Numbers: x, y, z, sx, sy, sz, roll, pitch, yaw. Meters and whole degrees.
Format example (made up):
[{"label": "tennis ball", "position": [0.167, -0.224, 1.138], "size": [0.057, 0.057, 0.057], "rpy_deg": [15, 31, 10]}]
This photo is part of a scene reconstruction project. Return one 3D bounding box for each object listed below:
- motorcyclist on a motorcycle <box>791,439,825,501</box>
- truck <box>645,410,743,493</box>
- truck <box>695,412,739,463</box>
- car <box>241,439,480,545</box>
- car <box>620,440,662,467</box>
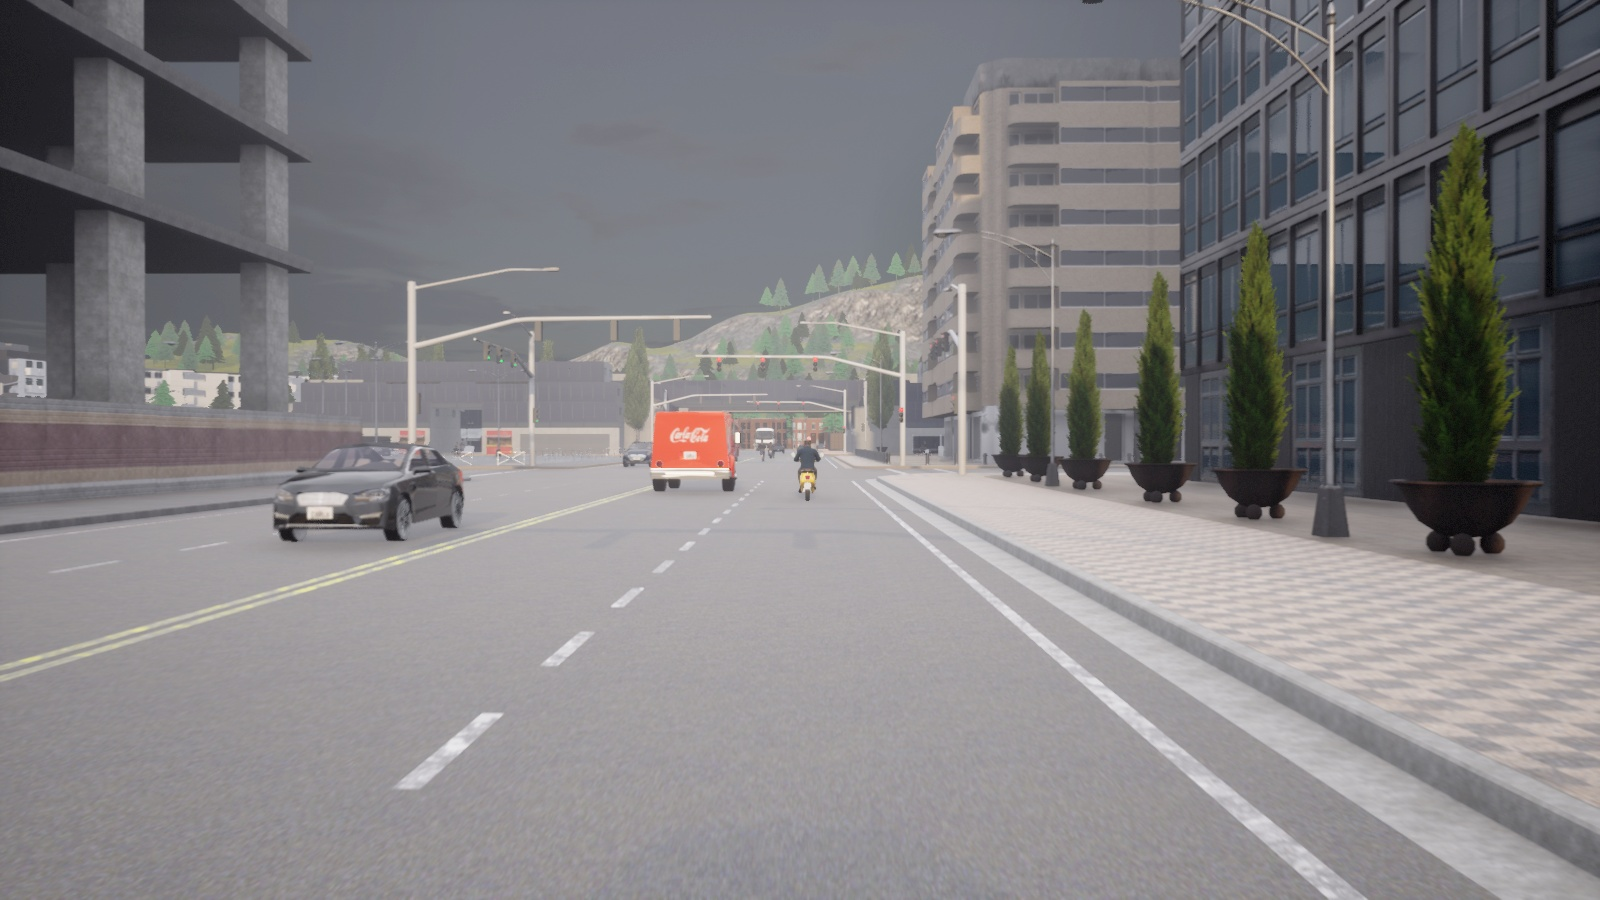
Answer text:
[{"label": "motorcyclist on a motorcycle", "position": [0.201, 0.514, 33.056], "size": [0.866, 1.590, 1.817], "rpy_deg": [0, 0, 0]}, {"label": "truck", "position": [-3.259, 0.033, 39.784], "size": [2.627, 2.467, 5.204], "rpy_deg": [0, 0, 0]}, {"label": "truck", "position": [-6.425, -0.977, 98.290], "size": [2.891, 3.827, 8.468], "rpy_deg": [0, 0, 0]}, {"label": "car", "position": [-6.869, 0.583, 20.291], "size": [2.128, 1.511, 4.902], "rpy_deg": [0, 0, 0]}, {"label": "car", "position": [-10.033, 0.220, 79.581], "size": [2.033, 1.649, 4.856], "rpy_deg": [0, 0, 0]}]
